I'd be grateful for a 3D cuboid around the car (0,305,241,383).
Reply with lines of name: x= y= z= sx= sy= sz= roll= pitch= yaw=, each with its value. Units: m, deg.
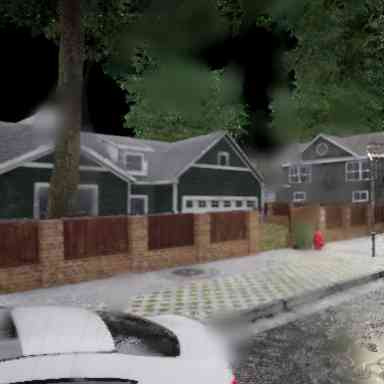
car: x=-1.722 y=1.570 z=1.859 sx=4.674 sy=1.442 sz=1.812 roll=0 pitch=-1 yaw=-35
